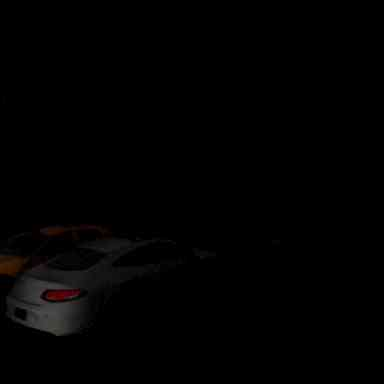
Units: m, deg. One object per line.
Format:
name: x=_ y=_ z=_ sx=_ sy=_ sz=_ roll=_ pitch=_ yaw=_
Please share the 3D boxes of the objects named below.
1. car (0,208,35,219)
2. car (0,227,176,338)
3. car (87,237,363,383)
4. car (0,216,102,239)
car: x=-7.777 y=1.261 z=11.418 sx=2.435 sy=2.045 sz=5.566 roll=0 pitch=0 yaw=36
car: x=-1.055 y=1.535 z=6.531 sx=2.002 sy=1.452 sz=4.674 roll=0 pitch=0 yaw=36
car: x=1.176 y=1.518 z=4.889 sx=2.163 sy=1.488 sz=4.792 roll=0 pitch=0 yaw=36
car: x=-3.409 y=1.497 z=8.004 sx=1.946 sy=1.575 sz=5.366 roll=0 pitch=0 yaw=36
